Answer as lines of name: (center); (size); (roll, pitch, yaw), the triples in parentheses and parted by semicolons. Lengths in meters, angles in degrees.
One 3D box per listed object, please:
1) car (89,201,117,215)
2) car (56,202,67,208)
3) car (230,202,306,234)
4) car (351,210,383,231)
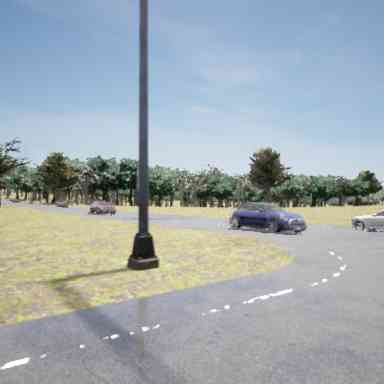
car: (-10.958, 1.922, 40.815); (2.097, 1.767, 4.553); (3, -3, -36)
car: (-32.395, 3.201, 82.654); (2.128, 1.511, 4.902); (3, -3, -36)
car: (4.372, 1.401, 19.478); (2.097, 1.767, 4.553); (3, -3, -36)
car: (12.261, 1.769, 20.459); (1.812, 1.442, 4.674); (3, -3, -36)
